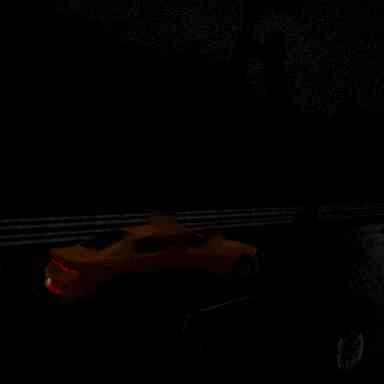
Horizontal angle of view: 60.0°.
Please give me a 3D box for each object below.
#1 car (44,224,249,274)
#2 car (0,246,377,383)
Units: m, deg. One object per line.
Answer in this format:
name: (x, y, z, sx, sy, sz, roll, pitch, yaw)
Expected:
car: (-0.633, 1.478, 7.593, 5.008, 1.535, 1.882, 0, 0, -36)
car: (0.138, 1.601, 3.846, 4.718, 1.301, 1.895, 0, 0, -35)
